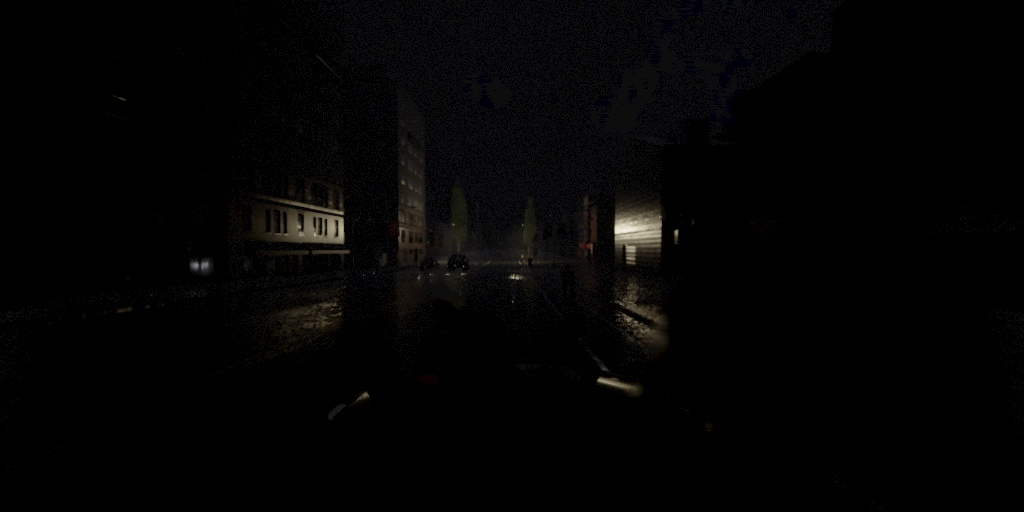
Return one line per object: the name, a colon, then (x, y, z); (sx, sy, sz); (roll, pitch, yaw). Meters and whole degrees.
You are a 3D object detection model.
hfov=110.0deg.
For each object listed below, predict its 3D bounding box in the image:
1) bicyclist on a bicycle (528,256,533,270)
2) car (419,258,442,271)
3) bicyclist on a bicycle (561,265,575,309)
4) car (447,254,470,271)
bicyclist on a bicycle: (2.134, 0.902, 42.160); (0.659, 1.776, 1.843); (0, 1, 1)
car: (-9.769, 1.029, 43.238); (1.837, 1.490, 4.892); (0, 0, 0)
bicyclist on a bicycle: (2.160, 1.169, 13.767); (0.582, 1.620, 1.656); (0, 0, 1)
car: (-6.512, 0.742, 43.908); (2.150, 2.045, 5.566); (0, 0, 0)
